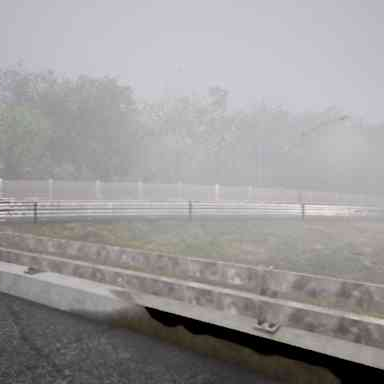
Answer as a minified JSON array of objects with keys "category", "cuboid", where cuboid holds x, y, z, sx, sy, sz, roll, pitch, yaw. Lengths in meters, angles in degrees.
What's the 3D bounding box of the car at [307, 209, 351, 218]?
[{"category":"car","cuboid":[14.889,2.094,36.406,4.718,1.301,1.895,3,-1,-20]}]
